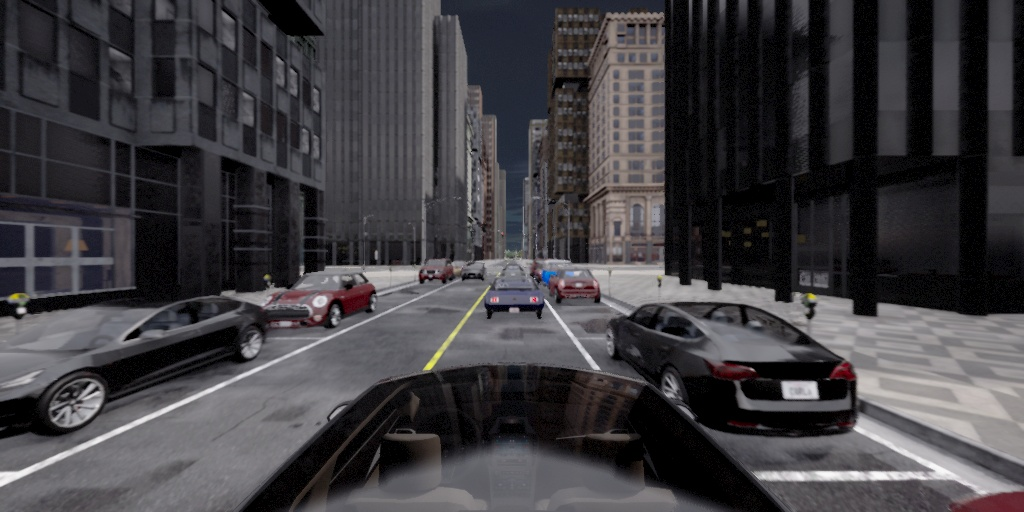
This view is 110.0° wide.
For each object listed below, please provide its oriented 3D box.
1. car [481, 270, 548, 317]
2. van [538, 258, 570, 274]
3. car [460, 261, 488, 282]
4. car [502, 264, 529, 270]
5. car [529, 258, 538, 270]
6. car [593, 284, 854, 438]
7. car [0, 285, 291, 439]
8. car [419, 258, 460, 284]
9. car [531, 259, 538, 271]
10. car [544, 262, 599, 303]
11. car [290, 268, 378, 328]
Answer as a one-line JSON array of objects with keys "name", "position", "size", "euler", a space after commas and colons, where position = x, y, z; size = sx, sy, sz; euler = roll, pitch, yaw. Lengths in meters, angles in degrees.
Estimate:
[{"name": "car", "position": [0.083, 1.372, 13.175], "size": [1.895, 1.301, 4.718], "euler": [0, 0, 0]}, {"name": "van", "position": [2.764, 1.129, 22.319], "size": [1.690, 1.789, 3.998], "euler": [0, 0, 0]}, {"name": "car", "position": [-3.086, 1.307, 29.991], "size": [1.837, 1.490, 4.892], "euler": [0, 0, 0]}, {"name": "car", "position": [0.085, 1.365, 29.194], "size": [1.994, 1.385, 4.181], "euler": [0, 0, 0]}, {"name": "car", "position": [2.764, 1.124, 33.522], "size": [2.192, 1.841, 5.009], "euler": [0, 0, 0]}, {"name": "car", "position": [2.762, 1.323, 5.513], "size": [1.948, 1.339, 4.313], "euler": [0, 0, 0]}, {"name": "car", "position": [-5.763, 1.323, 5.510], "size": [1.948, 1.339, 4.313], "euler": [0, 0, 0]}, {"name": "car", "position": [-5.761, 1.114, 27.919], "size": [2.192, 1.841, 5.009], "euler": [0, 0, 0]}, {"name": "car", "position": [2.764, 1.239, 27.920], "size": [1.967, 1.591, 4.097], "euler": [0, 0, 0]}, {"name": "car", "position": [2.763, 1.218, 16.717], "size": [1.967, 1.591, 4.097], "euler": [0, 0, 0]}, {"name": "car", "position": [-5.762, 1.207, 11.113], "size": [1.967, 1.591, 4.097], "euler": [0, 0, 0]}]
